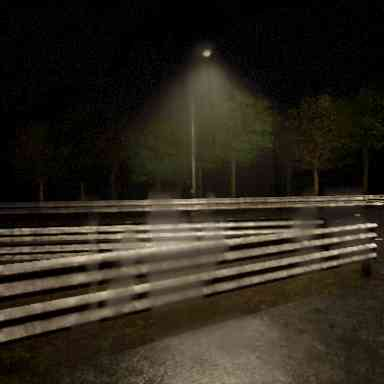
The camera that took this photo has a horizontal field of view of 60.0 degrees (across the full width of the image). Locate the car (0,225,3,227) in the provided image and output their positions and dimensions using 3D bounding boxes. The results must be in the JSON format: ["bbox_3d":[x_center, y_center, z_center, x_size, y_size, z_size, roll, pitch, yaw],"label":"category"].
[{"bbox_3d":[-10.229,1.605,13.614,4.674,1.442,1.812,-1,1,-8],"label":"car"}]
